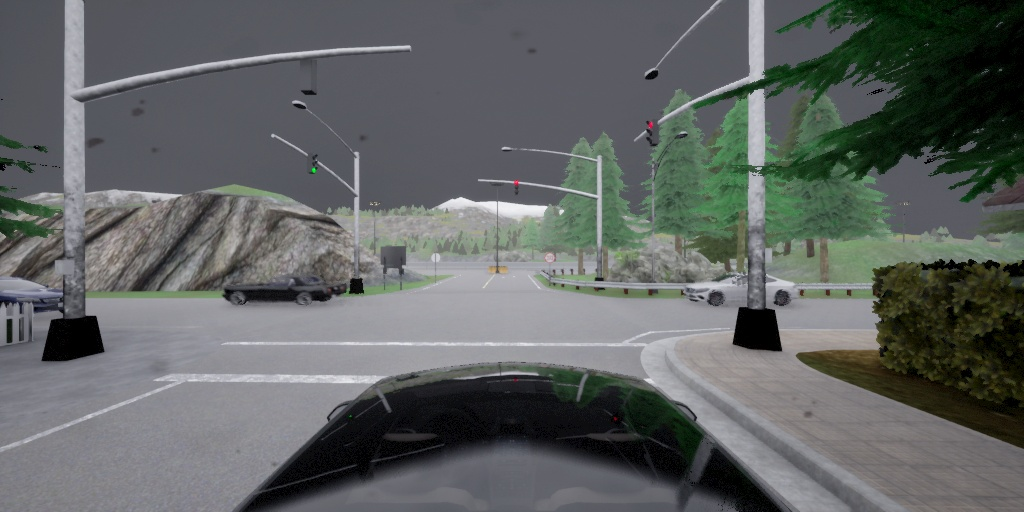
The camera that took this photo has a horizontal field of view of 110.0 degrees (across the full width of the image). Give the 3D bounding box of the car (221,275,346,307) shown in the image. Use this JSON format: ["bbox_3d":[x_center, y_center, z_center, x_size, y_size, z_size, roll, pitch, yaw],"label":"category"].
[{"bbox_3d":[-10.320,1.547,16.375,4.718,1.301,1.895,0,0,0],"label":"car"}]

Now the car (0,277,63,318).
[{"bbox_3d":[-18.275,1.467,12.735,4.674,1.442,1.812,0,0,0],"label":"car"}]

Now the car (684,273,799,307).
[{"bbox_3d":[10.308,1.467,16.262,4.674,1.442,1.812,0,0,0],"label":"car"}]
